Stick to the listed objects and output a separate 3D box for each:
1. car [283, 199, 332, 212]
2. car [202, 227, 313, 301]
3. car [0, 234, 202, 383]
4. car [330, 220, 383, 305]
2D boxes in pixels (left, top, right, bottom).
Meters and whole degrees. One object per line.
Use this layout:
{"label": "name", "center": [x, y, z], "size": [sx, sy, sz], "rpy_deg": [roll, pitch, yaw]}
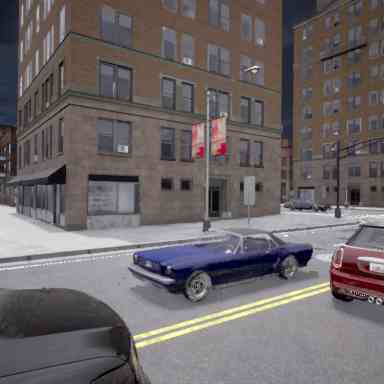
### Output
{"label": "car", "center": [12.877, 1.469, 37.443], "size": [2.033, 1.411, 5.357], "rpy_deg": [1, 0, -36]}
{"label": "car", "center": [0.867, 1.603, 8.344], "size": [4.718, 1.301, 1.895], "rpy_deg": [0, 0, -36]}
{"label": "car", "center": [-2.828, 1.221, 1.419], "size": [5.566, 2.045, 2.150], "rpy_deg": [0, 0, -36]}
{"label": "car", "center": [4.991, 1.355, 7.085], "size": [4.553, 1.767, 2.097], "rpy_deg": [0, 0, -36]}
